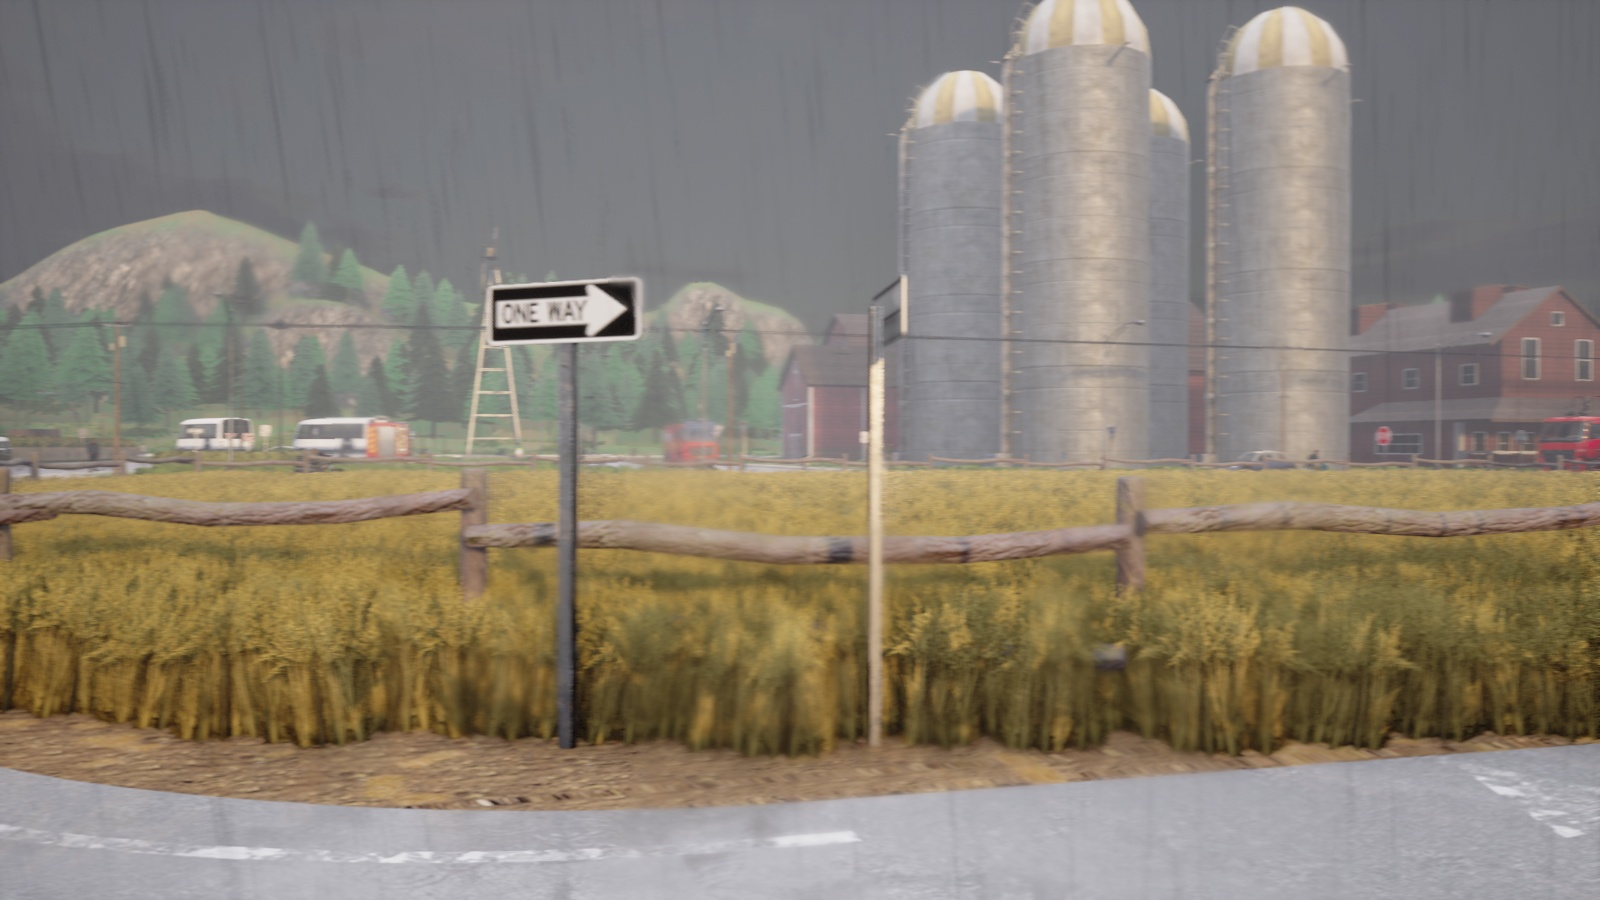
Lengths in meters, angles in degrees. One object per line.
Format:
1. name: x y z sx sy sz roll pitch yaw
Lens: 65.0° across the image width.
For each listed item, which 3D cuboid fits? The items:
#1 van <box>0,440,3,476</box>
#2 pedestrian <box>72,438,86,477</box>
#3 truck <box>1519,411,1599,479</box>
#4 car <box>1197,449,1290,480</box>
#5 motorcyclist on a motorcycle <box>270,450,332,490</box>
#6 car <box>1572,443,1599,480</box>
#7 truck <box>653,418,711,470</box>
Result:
1. van: -46.578 0.460 70.317 2.069 2.038 4.480 0 0 -16
2. pedestrian: -36.031 0.387 62.785 0.423 1.949 0.788 0 0 -45
3. truck: 42.573 -0.278 66.651 7.936 3.462 2.891 0 0 -16
4. car: 21.389 0.680 60.605 3.806 1.475 1.970 0 0 -16
5. motorcyclist on a motorcycle: -19.401 0.769 48.846 2.191 1.530 0.866 0 0 -18
6. car: 40.404 0.565 62.165 4.553 1.767 2.097 0 0 -36
7. truck: -9.222 -0.451 97.222 2.891 3.827 8.468 0 0 -17
